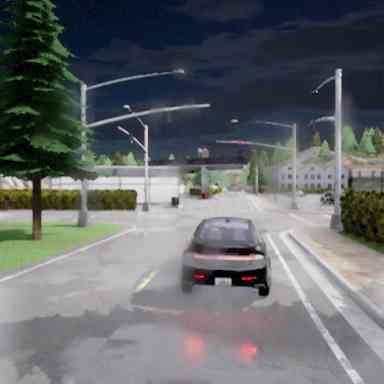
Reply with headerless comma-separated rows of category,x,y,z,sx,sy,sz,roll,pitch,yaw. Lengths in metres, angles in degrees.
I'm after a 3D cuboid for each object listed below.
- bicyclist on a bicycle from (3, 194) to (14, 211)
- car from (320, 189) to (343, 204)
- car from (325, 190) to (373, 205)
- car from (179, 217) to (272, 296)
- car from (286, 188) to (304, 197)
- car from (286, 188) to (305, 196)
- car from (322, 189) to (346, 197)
bicyclist on a bicycle,-17.932,1.057,32.559,0.582,1.620,1.656,0,1,7
car,18.710,0.806,41.730,5.027,1.636,2.152,0,1,8
car,18.325,0.854,38.617,4.514,1.523,2.007,0,1,8
car,0.893,1.385,8.422,2.128,1.511,4.902,0,1,8
car,23.431,0.416,75.659,3.806,1.475,1.970,0,1,8
car,24.499,0.092,78.862,3.866,1.878,1.905,0,1,8
car,31.833,0.164,74.512,4.605,1.855,1.932,0,1,8
